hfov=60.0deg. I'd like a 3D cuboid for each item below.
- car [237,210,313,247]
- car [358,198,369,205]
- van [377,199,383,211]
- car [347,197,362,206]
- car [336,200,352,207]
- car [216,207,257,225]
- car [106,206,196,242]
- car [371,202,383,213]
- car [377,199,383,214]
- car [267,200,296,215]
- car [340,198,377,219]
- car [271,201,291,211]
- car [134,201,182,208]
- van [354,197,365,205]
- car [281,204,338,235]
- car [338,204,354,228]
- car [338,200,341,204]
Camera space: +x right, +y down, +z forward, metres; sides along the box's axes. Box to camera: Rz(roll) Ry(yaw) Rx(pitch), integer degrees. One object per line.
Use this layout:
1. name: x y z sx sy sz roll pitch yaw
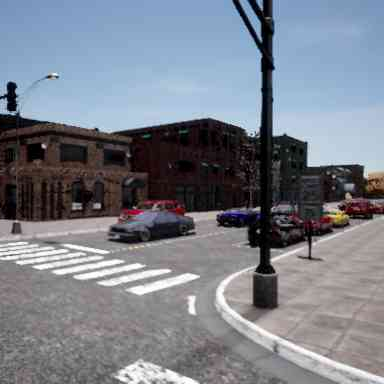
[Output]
1. car: 4.279 1.837 16.685 1.947 1.339 4.313 0 -1 36
2. car: 43.432 2.361 84.290 1.967 1.590 4.097 0 -1 36
3. van: 30.516 2.031 52.488 1.690 1.788 3.998 0 -1 36
4. car: 36.874 2.132 75.340 2.192 1.841 5.009 0 -1 36
5. car: 30.314 2.263 66.388 2.008 1.369 4.403 0 -1 36
6. car: 3.788 1.882 25.806 1.895 1.301 4.718 1 0 36
7. car: -1.974 1.737 17.986 2.033 1.411 5.357 1 0 37
8. car: 27.236 2.220 48.010 1.802 1.307 4.206 0 -1 36
9. car: 23.956 2.026 43.536 1.967 1.590 4.097 0 -1 36
10. car: 10.637 1.839 39.538 1.967 1.590 4.097 0 -1 36
11. car: 17.398 1.796 34.587 2.192 1.841 5.009 0 -1 36
12. car: 9.632 1.922 33.771 2.033 1.411 5.357 1 0 36
13. car: -2.479 1.504 21.639 2.192 1.841 5.009 0 -1 36
14. van: 40.153 2.210 79.815 1.690 1.788 3.998 0 -1 36
15. car: 7.559 1.763 21.161 1.967 1.590 4.097 0 -1 36
16. car: 10.938 1.903 25.773 1.752 1.417 4.829 0 -1 36
17. car: 20.167 2.037 42.740 1.837 1.490 4.892 1 -1 36
